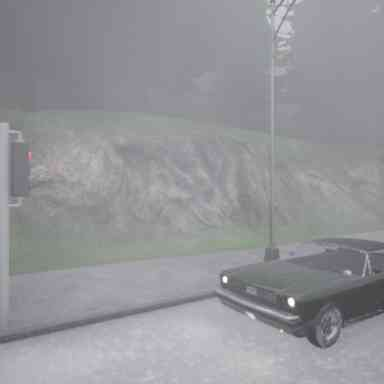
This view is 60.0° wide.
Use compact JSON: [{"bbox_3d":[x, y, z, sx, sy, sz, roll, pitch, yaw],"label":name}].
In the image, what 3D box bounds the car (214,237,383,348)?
[{"bbox_3d":[2.759,1.617,6.396,4.718,1.301,1.895,0,0,-34],"label":"car"}]
